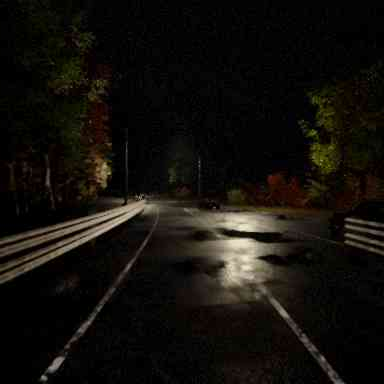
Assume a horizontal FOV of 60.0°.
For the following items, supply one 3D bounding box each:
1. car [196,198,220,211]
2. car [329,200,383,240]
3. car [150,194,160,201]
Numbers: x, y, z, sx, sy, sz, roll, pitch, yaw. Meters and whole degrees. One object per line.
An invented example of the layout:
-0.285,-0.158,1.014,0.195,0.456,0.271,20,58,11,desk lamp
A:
1.916,1.496,40.068,1.837,1.490,4.892,0,0,-15,car
8.659,1.342,14.991,2.150,2.045,5.566,0,0,-15,car
-8.865,1.354,80.089,1.837,1.490,4.892,0,0,-15,car
